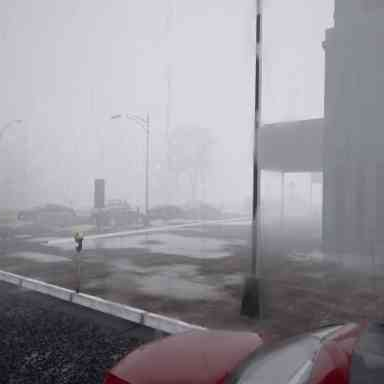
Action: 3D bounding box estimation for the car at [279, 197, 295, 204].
[{"bbox_3d":[21.321,1.845,74.396,1.947,1.339,4.313,1,0,36],"label":"car"}]

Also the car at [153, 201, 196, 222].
[{"bbox_3d":[-1.960,1.734,28.211,1.947,1.339,4.313,1,0,36],"label":"car"}]

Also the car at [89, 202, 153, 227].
[{"bbox_3d":[-5.199,1.693,23.788,2.008,1.369,4.403,1,0,36],"label":"car"}]

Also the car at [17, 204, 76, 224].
[{"bbox_3d":[-11.123,1.604,25.712,1.994,1.385,4.181,1,0,36],"label":"car"}]

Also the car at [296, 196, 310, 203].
[{"bbox_3d":[27.781,1.858,83.216,1.752,1.417,4.829,1,0,36],"label":"car"}]

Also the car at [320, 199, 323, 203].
[{"bbox_3d":[28.183,1.937,69.583,1.752,1.417,4.829,1,0,36],"label":"car"}]

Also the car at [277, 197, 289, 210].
[{"bbox_3d":[11.726,1.717,47.027,1.967,1.590,4.097,1,0,36],"label":"car"}]

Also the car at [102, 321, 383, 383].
[{"bbox_3d":[1.124,1.582,2.059,4.206,1.307,1.802,0,1,35],"label":"car"}]

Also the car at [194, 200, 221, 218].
[{"bbox_3d":[1.277,1.775,32.632,1.802,1.307,4.206,1,0,36],"label":"car"}]

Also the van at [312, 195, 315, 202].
[{"bbox_3d":[31.163,1.703,87.831,1.690,1.788,3.998,1,0,36],"label":"van"}]

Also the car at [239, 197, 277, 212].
[{"bbox_3d":[8.473,1.566,42.528,2.192,1.841,5.009,1,0,36],"label":"car"}]

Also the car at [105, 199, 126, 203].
[{"bbox_3d":[-8.302,1.477,34.169,1.967,1.590,4.097,1,0,36],"label":"car"}]

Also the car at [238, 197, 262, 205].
[{"bbox_3d":[9.342,1.415,53.475,1.895,1.301,4.718,1,0,36],"label":"car"}]

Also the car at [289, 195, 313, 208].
[{"bbox_3d":[18.243,1.770,56.012,1.967,1.590,4.097,1,0,36],"label":"car"}]
